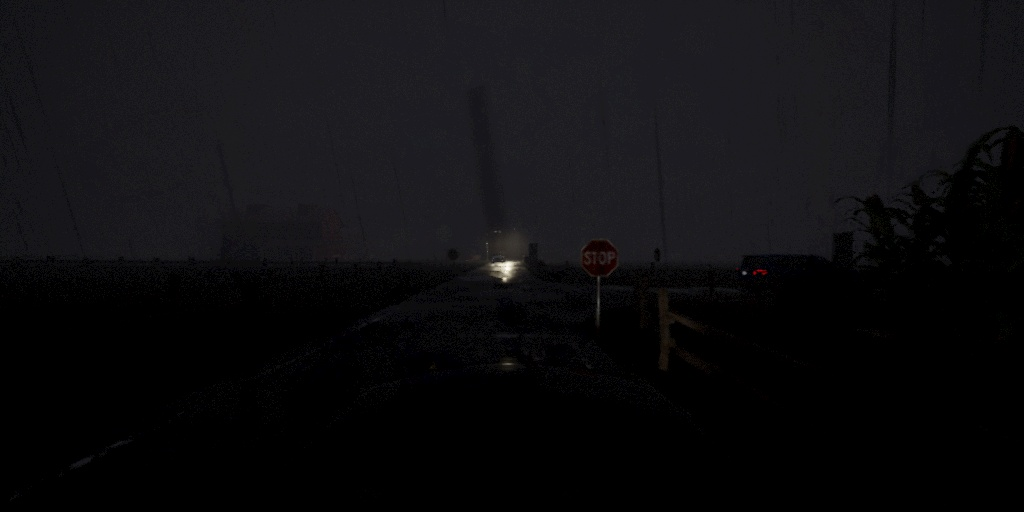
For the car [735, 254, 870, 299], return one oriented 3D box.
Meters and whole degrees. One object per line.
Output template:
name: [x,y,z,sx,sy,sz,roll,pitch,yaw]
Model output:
car: [13.994,0.930,17.500,5.566,2.045,2.150,0,1,0]
